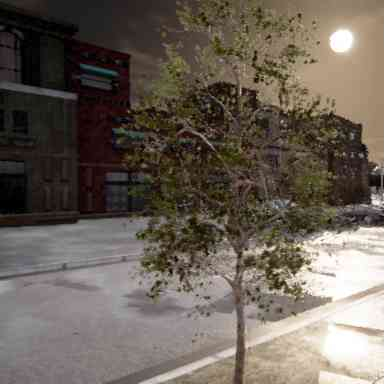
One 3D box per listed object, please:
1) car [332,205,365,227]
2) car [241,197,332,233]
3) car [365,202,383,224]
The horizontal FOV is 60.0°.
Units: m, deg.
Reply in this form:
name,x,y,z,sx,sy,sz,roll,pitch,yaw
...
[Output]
name,x,y,z,sx,sy,sz,roll,pitch,yaw
car,9.371,1.722,24.018,2.163,1.488,4.792,1,-1,-40
car,5.191,1.357,20.503,2.435,2.045,5.566,1,-1,-39
car,13.548,1.796,27.731,2.231,1.521,4.892,1,-1,-42
